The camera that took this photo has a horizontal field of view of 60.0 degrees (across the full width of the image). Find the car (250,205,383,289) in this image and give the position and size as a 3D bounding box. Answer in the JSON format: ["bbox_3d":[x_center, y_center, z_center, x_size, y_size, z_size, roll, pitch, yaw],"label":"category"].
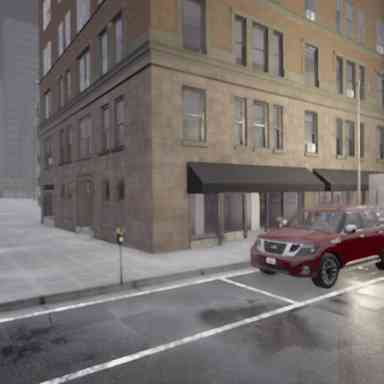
[{"bbox_3d":[3.911,1.312,9.345,5.009,1.841,2.192,0,-1,-36],"label":"car"}]
